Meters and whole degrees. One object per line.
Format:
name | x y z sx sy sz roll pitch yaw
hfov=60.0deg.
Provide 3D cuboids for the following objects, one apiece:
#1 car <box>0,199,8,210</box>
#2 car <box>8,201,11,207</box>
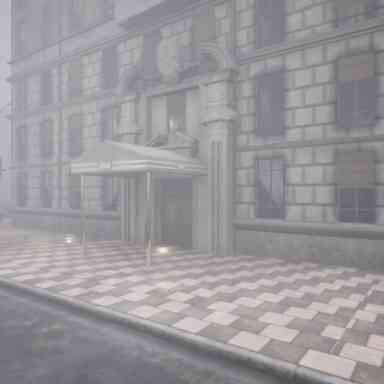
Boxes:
car | -24.157 1.526 40.180 1.812 1.442 4.674 0 0 36
car | -17.028 1.564 36.061 1.994 1.385 4.181 0 0 35
